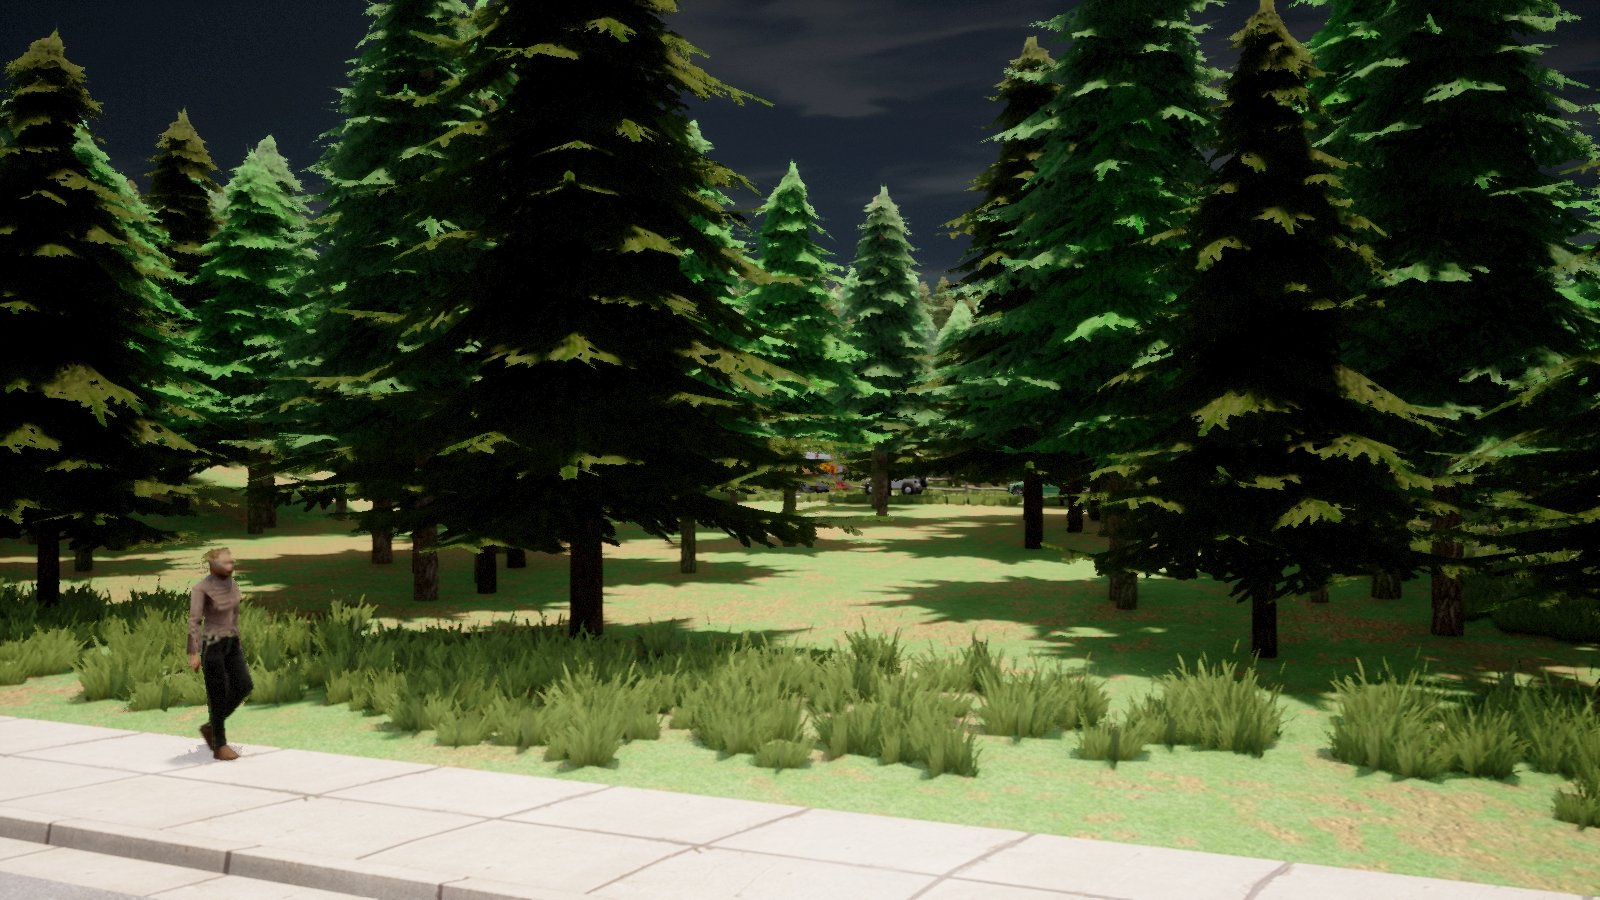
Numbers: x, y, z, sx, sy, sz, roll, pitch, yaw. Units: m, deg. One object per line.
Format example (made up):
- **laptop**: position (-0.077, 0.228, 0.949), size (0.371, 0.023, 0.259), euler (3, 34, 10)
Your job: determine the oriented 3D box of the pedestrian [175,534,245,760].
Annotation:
- **pedestrian**: position (-5.057, 1.667, 9.800), size (0.375, 1.860, 0.375), euler (0, 0, 20)
